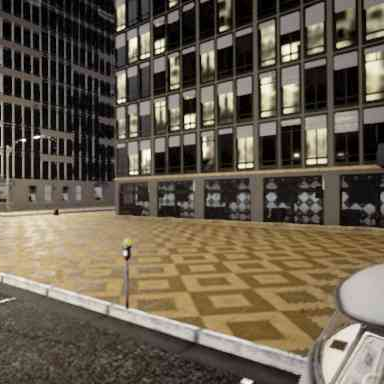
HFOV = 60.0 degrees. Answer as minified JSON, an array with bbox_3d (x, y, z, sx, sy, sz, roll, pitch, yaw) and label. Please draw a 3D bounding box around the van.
[{"bbox_3d":[2.366,1.332,1.191,3.998,1.788,1.690,0,0,35],"label":"van"}]
